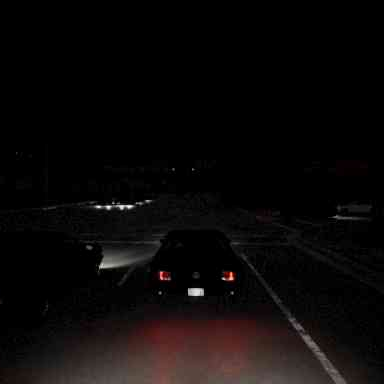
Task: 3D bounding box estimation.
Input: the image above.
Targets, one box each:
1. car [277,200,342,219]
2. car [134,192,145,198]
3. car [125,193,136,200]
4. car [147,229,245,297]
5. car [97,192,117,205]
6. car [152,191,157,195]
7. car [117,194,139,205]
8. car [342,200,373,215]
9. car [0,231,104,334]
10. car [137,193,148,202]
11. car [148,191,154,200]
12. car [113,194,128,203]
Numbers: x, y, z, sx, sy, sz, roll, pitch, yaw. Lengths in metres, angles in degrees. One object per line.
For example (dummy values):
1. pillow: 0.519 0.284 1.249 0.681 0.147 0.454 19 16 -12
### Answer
1. car: 9.973 1.511 29.009 4.892 1.490 1.837 0 1 0
2. car: -13.966 0.851 88.559 2.033 1.411 5.357 0 1 0
3. car: -13.971 1.106 75.687 1.812 1.442 4.674 0 1 0
4. car: 0.087 1.601 8.507 1.895 1.301 4.718 0 0 0
5. car: -14.069 1.087 55.606 2.150 2.045 5.566 0 1 0
6. car: -10.465 0.415 90.830 1.812 1.442 4.674 0 1 0
7. car: -10.564 1.435 54.880 1.994 1.385 4.181 0 1 0
8. car: 16.168 1.526 32.806 4.674 1.442 1.812 0 0 -2
9. car: -3.417 1.548 6.983 2.033 1.411 5.357 0 0 0
10. car: -10.508 1.292 65.595 2.033 1.411 5.357 0 1 1
11. car: -10.471 1.134 75.693 1.994 1.385 4.181 0 1 0
12. car: -14.007 1.224 65.415 1.882 1.535 5.008 0 1 1
